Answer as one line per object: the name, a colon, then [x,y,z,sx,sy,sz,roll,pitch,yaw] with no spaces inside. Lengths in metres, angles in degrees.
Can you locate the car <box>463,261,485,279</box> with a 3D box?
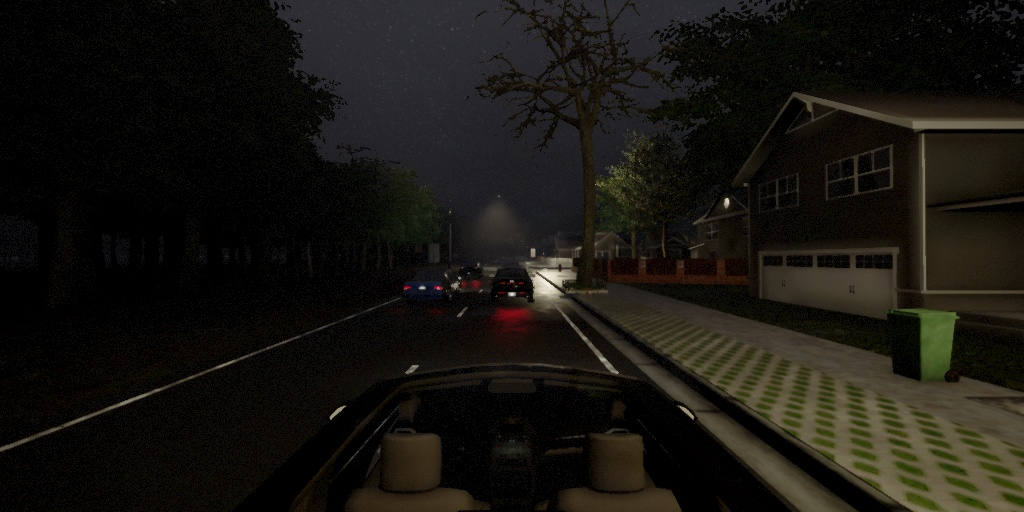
car: [-3.500,1.174,31.499,2.128,1.511,4.902,0,0,0]

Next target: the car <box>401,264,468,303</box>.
car: [-3.500,1.291,16.499,2.033,1.411,5.357,0,0,0]

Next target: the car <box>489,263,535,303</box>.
car: [0.000,1.244,16.499,1.837,1.490,4.892,0,0,0]
